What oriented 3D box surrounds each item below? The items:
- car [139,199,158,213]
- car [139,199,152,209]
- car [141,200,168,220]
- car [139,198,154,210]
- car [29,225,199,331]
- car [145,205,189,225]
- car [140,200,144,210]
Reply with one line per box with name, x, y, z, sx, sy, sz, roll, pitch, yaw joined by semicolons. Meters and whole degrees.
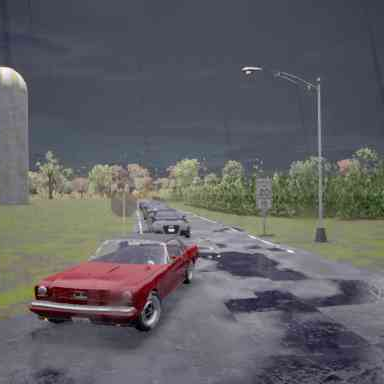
car;-5.534;1.681;42.085;2.128;1.511;4.902;-1;0;-10
car;-4.389;1.709;35.731;2.033;1.411;5.357;-1;0;-10
car;-2.259;1.600;23.440;2.128;1.511;4.902;-1;0;-10
car;-6.650;1.694;48.172;1.882;1.535;5.008;-1;0;-10
car;-1.205;1.653;7.197;1.895;1.301;4.718;0;0;13
car;-1.314;1.648;17.793;1.994;1.385;4.181;-1;0;-10
car;-3.361;1.700;29.864;1.994;1.385;4.181;-1;0;-10
